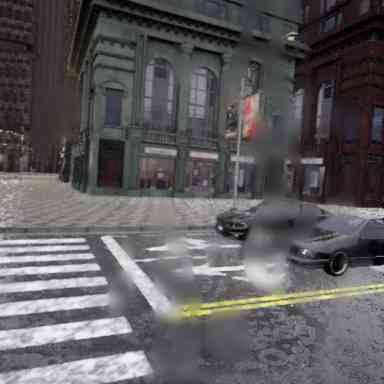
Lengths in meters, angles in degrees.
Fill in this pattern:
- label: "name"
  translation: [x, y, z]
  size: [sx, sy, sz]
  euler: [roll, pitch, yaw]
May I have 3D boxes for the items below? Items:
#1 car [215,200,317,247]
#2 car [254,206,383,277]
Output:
- label: "car"
  translation: [3.276, 1.026, 12.219]
  size: [5.008, 1.535, 1.882]
  euler: [2, 3, -23]
- label: "car"
  translation: [4.664, 1.312, 9.290]
  size: [5.357, 1.411, 2.033]
  euler: [2, 3, -23]
